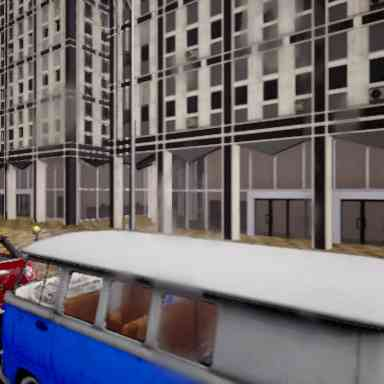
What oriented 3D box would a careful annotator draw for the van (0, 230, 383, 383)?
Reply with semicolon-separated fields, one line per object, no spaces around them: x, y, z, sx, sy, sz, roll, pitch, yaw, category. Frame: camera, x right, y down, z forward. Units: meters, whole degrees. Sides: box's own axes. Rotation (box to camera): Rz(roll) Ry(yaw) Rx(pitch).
-0.115;1.335;2.961;3.998;1.788;1.690;0;0;36;van
